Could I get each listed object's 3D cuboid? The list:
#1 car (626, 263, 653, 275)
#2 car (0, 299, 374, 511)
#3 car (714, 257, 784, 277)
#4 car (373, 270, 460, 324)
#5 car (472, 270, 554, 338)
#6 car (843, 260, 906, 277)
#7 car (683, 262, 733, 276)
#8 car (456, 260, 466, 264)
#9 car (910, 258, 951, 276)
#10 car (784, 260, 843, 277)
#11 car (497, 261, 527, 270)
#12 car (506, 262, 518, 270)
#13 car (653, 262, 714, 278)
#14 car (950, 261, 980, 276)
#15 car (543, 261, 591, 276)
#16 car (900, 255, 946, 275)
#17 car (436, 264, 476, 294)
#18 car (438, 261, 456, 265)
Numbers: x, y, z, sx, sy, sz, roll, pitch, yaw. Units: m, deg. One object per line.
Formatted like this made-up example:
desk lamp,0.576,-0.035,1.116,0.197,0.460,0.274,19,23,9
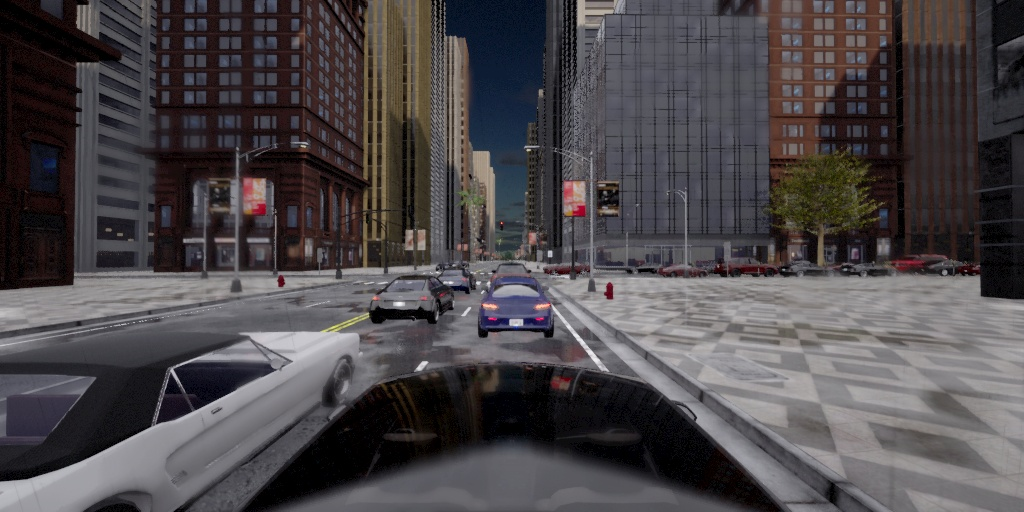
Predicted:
car,15.138,1.410,40.652,4.313,1.339,1.948,0,0,-1
car,-3.155,1.351,3.262,1.895,1.301,4.718,0,0,0
car,20.918,1.039,32.224,5.009,1.841,2.192,0,0,-1
car,-3.164,1.326,12.085,1.994,1.385,4.181,0,0,0
car,0.094,1.284,10.095,1.812,1.442,4.674,0,0,0
car,32.192,1.257,32.412,4.313,1.339,1.948,0,0,-1
car,20.668,1.357,37.994,4.181,1.385,1.994,0,-1,-1
car,-9.893,1.543,63.103,2.128,1.511,4.902,0,0,0
car,42.758,1.203,35.215,4.892,1.490,1.837,0,-1,-1
car,26.555,1.273,32.318,4.313,1.339,1.948,0,0,-1
car,-0.021,1.135,19.080,2.097,1.767,4.553,0,0,0
car,0.006,1.644,62.060,1.895,1.301,4.718,0,0,0
car,15.279,1.325,32.129,4.207,1.307,1.802,0,0,-1
car,43.467,1.211,32.602,4.507,1.381,1.888,0,0,-1
car,5.732,1.320,37.430,5.008,1.535,1.882,0,-1,-6
car,43.330,0.957,38.316,5.566,2.045,2.150,0,-1,0
car,-3.174,1.352,20.473,1.994,1.385,4.181,0,0,0
car,-9.904,1.543,52.818,1.994,1.385,4.181,0,0,0
